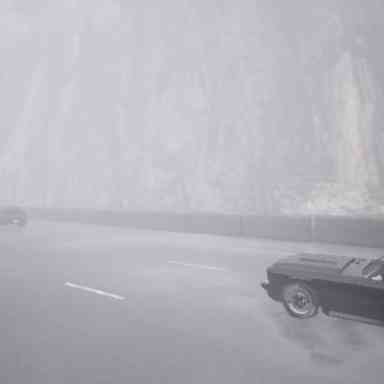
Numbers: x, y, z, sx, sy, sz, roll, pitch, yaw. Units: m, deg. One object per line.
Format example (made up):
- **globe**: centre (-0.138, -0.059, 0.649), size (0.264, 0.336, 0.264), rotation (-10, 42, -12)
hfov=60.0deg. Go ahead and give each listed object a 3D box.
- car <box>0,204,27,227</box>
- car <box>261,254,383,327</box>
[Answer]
- **car**: centre (-12.767, 1.550, 21.882), size (4.892, 1.490, 1.837), rotation (0, 0, 36)
- **car**: centre (3.655, 1.603, 5.689), size (4.718, 1.301, 1.895), rotation (0, 0, 36)
